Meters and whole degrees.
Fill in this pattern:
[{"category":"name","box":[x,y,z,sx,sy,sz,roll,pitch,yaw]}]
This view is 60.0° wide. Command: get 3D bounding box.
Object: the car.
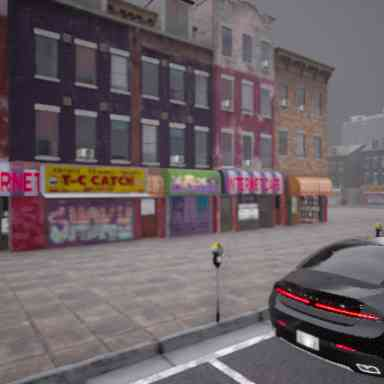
[{"category":"car","box":[3.336,1.488,5.325,4.892,1.490,1.837,0,0,-35]}]
